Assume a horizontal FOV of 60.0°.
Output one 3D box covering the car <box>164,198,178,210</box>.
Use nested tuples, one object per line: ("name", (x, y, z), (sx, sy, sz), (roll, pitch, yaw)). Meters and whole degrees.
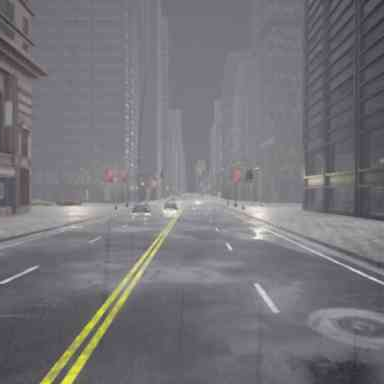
("car", (-3.291, 2.032, 51.664), (1.812, 1.442, 4.674), (0, -1, 1))

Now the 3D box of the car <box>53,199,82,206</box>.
("car", (-22.788, 2.017, 61.877), (4.507, 1.381, 1.887), (0, 0, 0))

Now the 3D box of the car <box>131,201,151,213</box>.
("car", (-6.581, 1.956, 43.564), (1.812, 1.442, 4.674), (0, -1, 0))

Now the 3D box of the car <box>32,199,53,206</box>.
("car", (-28.243, 1.953, 61.845), (4.829, 1.417, 1.752), (0, 0, 0))
